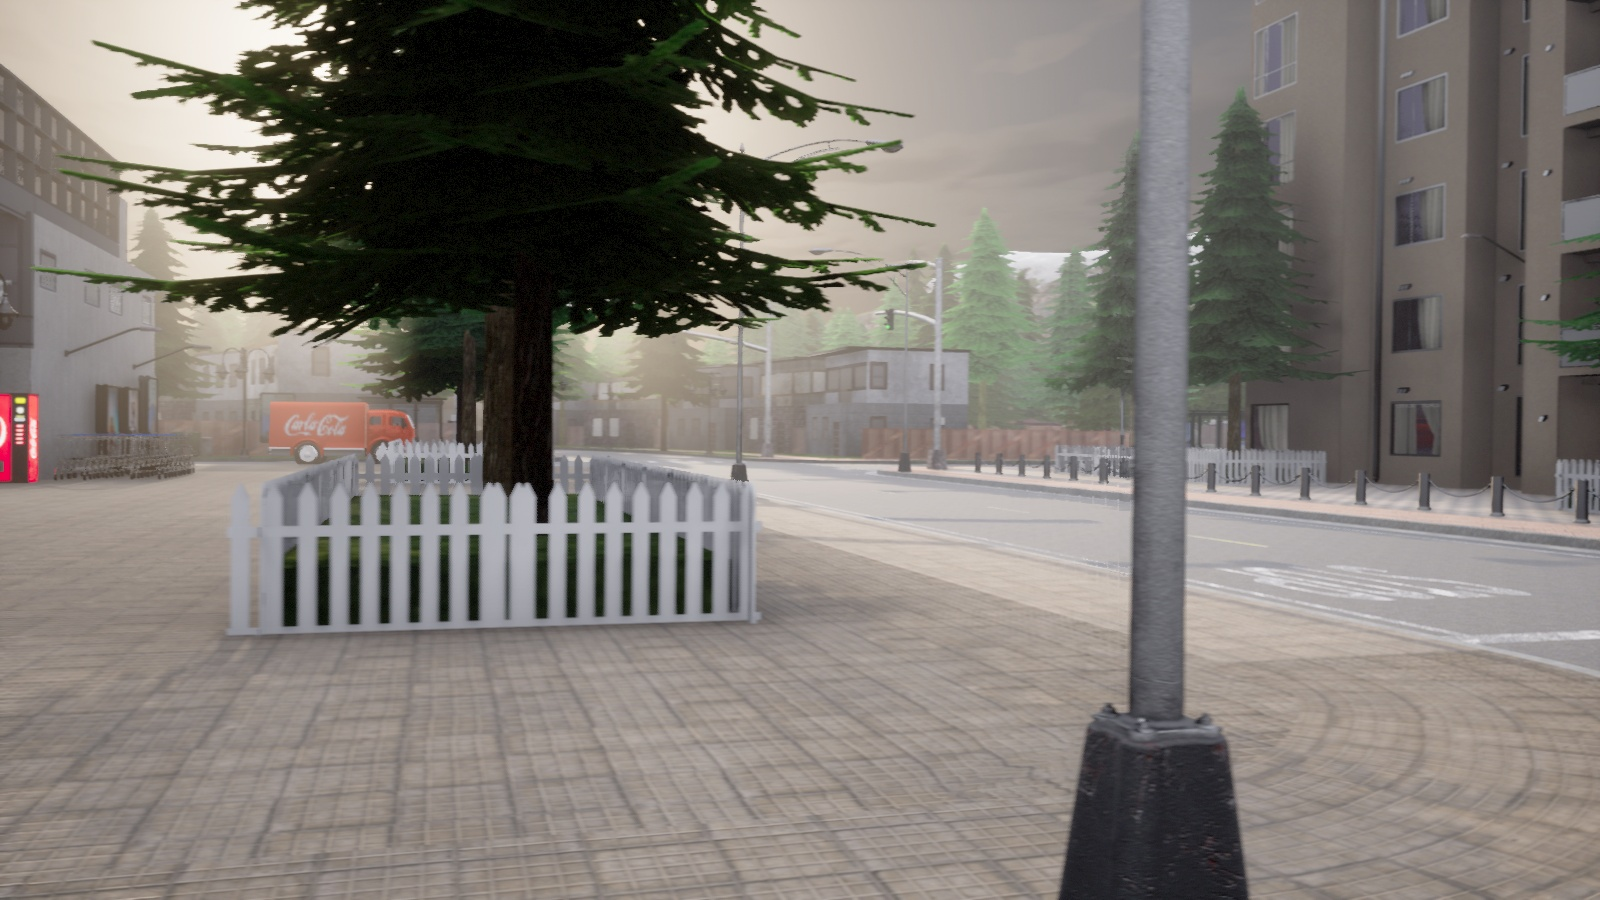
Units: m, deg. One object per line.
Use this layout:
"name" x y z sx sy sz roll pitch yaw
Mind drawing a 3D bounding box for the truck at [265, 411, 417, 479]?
"truck" -17.441 -0.229 48.072 5.204 2.467 2.627 -1 1 -15
